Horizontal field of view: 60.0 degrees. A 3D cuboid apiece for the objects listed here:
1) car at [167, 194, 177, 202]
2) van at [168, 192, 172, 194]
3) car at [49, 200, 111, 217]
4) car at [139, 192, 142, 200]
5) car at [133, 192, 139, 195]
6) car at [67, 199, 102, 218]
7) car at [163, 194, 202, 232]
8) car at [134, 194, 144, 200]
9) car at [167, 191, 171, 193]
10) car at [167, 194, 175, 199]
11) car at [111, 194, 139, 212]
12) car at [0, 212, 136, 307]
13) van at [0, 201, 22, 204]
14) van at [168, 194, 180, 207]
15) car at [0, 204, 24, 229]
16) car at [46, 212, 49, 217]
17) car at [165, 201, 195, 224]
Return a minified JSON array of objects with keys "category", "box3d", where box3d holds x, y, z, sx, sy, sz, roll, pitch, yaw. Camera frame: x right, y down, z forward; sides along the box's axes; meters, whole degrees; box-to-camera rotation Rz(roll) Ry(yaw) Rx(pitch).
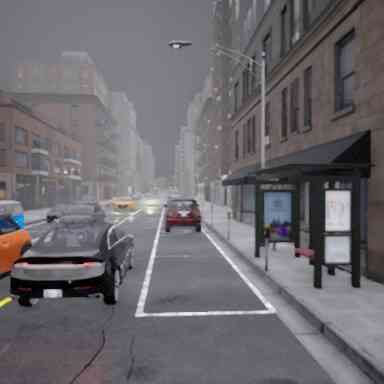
[{"category":"car","box3d":[-4.089,1.151,67.854,1.967,1.590,4.097,0,0,-4]},{"category":"van","box3d":[-1.749,1.197,35.502,1.690,1.788,3.998,0,0,-4]},{"category":"car","box3d":[-6.108,1.414,18.769,1.837,1.490,4.892,0,0,-4]},{"category":"car","box3d":[-12.506,1.241,72.673,1.802,1.307,4.206,0,0,-4]},{"category":"car","box3d":[-11.738,1.022,61.887,2.192,1.841,5.009,0,0,-4]},{"category":"car","box3d":[-9.437,1.396,29.532,1.887,1.381,4.507,0,0,-4]},{"category":"car","box3d":[-0.579,1.243,19.325,2.192,1.841,5.009,0,0,-4]},{"category":"car","box3d":[-13.273,1.161,83.458,2.008,1.369,4.403,0,0,-4]},{"category":"car","box3d":[-2.139,1.147,40.894,2.192,1.841,5.009,0,0,-4]},{"category":"car","box3d":[-5.649,1.166,89.423,2.008,1.369,4.403,0,0,-4]},{"category":"car","box3d":[-7.365,1.306,37.027,1.882,1.535,5.008,0,0,-4]},{"category":"car","box3d":[-2.478,1.460,7.932,2.128,1.511,4.902,0,0,-4]},{"category":"van","box3d":[-8.286,1.264,13.354,1.690,1.788,3.998,0,0,-4]},{"category":"van","box3d":[-2.529,1.149,46.286,1.690,1.788,3.998,0,0,-4]},{"category":"car","box3d":[-5.320,1.312,7.211,2.097,1.767,4.553,0,0,-3]},{"category":"car","box3d":[-9.054,1.441,24.140,1.947,1.339,4.313,0,0,-4]},{"category":"car","box3d":[-0.970,1.455,24.718,2.008,1.369,4.403,0,0,-4]}]
